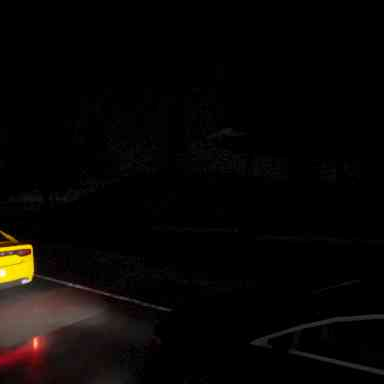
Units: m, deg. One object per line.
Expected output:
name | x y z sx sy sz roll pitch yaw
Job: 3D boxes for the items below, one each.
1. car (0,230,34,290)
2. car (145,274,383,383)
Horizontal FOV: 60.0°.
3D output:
car | -5.831 1.469 8.000 5.008 1.535 1.882 0 0 35
car | 1.767 1.492 2.747 4.902 1.511 2.128 0 0 35
